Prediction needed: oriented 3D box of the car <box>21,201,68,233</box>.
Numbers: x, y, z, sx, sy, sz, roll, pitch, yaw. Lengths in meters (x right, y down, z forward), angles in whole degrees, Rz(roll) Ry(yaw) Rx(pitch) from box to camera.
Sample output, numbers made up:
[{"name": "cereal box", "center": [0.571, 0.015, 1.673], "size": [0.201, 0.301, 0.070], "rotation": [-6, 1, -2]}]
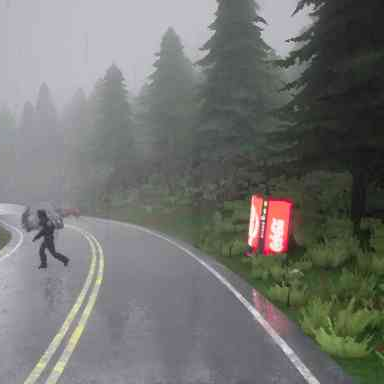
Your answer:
[{"name": "car", "center": [-9.923, 1.585, 21.893], "size": [2.097, 1.767, 4.553], "rotation": [-3, 0, -32]}]

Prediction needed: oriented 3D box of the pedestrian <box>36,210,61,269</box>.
[{"name": "pedestrian", "center": [-4.260, 1.352, 9.791], "size": [0.375, 1.860, 0.375], "rotation": [-6, 6, -14]}]

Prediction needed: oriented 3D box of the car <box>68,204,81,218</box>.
[{"name": "car", "center": [-12.004, 1.813, 31.332], "size": [1.895, 1.301, 4.718], "rotation": [-3, 1, -34]}]

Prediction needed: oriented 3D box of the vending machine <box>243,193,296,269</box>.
[{"name": "vending machine", "center": [2.303, 1.137, 10.008], "size": [1.100, 2.100, 0.880], "rotation": [4, 4, -13]}]

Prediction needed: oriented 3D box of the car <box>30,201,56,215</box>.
[{"name": "car", "center": [-17.912, 1.888, 39.818], "size": [1.837, 1.490, 4.892], "rotation": [-3, 1, -35]}]
